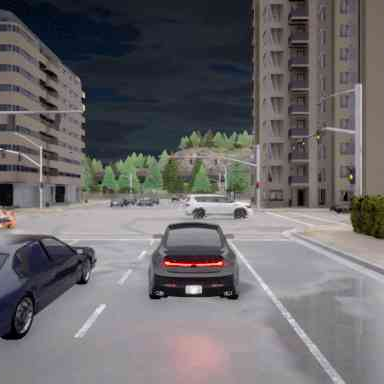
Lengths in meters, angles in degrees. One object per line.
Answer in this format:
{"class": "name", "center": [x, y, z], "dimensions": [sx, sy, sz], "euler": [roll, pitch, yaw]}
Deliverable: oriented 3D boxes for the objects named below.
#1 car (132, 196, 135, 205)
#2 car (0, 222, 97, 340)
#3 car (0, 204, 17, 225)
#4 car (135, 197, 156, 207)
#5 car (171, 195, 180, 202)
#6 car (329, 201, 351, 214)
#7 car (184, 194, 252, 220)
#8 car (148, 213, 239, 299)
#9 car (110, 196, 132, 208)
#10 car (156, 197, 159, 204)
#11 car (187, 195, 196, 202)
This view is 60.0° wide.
{"class": "car", "center": [-10.720, 1.504, 58.236], "dimensions": [1.837, 1.490, 4.892], "euler": [0, 0, 0]}
{"class": "car", "center": [-3.466, 1.547, 6.468], "dimensions": [2.033, 1.411, 5.357], "euler": [0, 0, 0]}
{"class": "car", "center": [-12.606, 1.352, 20.458], "dimensions": [4.553, 1.767, 2.097], "euler": [0, 0, 41]}
{"class": "car", "center": [-7.223, 1.525, 51.931], "dimensions": [1.812, 1.442, 4.674], "euler": [0, 0, -1]}
{"class": "car", "center": [-3.683, 1.500, 73.801], "dimensions": [1.837, 1.490, 4.892], "euler": [0, 0, 0]}
{"class": "car", "center": [17.258, 1.547, 34.548], "dimensions": [5.357, 1.411, 2.033], "euler": [0, 0, 0]}
{"class": "car", "center": [2.113, 1.221, 27.461], "dimensions": [5.566, 2.045, 2.150], "euler": [0, 0, 0]}
{"class": "car", "center": [0.042, 1.505, 8.400], "dimensions": [1.837, 1.490, 4.892], "euler": [0, 0, 0]}
{"class": "car", "center": [-10.719, 1.491, 48.963], "dimensions": [2.128, 1.511, 4.902], "euler": [0, 0, 0]}
{"class": "car", "center": [-7.222, 1.563, 61.844], "dimensions": [1.994, 1.385, 4.181], "euler": [0, 0, 0]}
{"class": "car", "center": [-0.183, 1.477, 73.808], "dimensions": [1.882, 1.535, 5.008], "euler": [0, 0, 0]}
